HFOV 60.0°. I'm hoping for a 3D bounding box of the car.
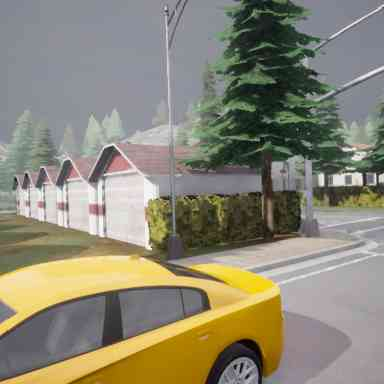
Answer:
[{"bbox_3d":[-1.277,1.452,3.078,5.008,1.535,1.882,-2,1,-35],"label":"car"}]
